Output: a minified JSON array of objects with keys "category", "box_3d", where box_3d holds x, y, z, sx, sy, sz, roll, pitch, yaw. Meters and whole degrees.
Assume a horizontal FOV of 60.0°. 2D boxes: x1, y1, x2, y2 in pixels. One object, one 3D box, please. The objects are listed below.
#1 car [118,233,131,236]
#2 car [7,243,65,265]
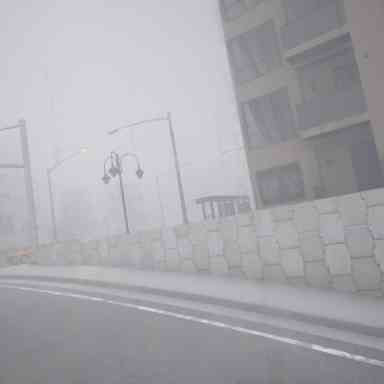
[{"category":"car","box_3d":[-7.892,5.451,37.475,1.895,1.301,4.718,-14,-8,35]},{"category":"car","box_3d":[-13.723,5.358,29.535,1.882,1.535,5.008,-14,-8,35]}]
